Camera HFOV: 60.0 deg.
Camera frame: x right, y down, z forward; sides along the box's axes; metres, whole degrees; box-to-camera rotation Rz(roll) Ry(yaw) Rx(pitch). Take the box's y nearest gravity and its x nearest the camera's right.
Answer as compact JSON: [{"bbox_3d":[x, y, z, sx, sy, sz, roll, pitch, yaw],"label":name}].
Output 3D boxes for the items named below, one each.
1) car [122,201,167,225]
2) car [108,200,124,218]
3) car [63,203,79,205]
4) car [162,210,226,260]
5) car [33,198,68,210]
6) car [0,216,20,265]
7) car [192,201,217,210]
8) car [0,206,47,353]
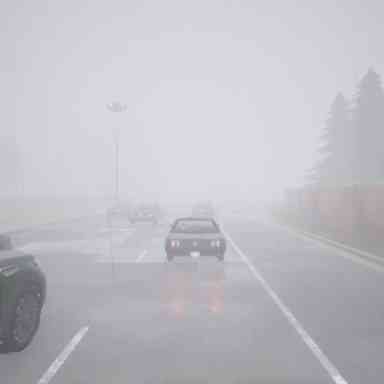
[{"bbox_3d":[-3.060,1.481,23.588,2.033,1.411,5.357,0,0,4],"label":"car"},{"bbox_3d":[-5.892,1.481,29.461,1.994,1.385,4.181,0,0,8],"label":"car"},{"bbox_3d":[-14.219,1.444,42.626,1.994,1.385,4.181,0,0,15],"label":"car"},{"bbox_3d":[0.105,1.566,12.184,1.895,1.301,4.718,0,0,0],"label":"car"},{"bbox_3d":[-17.905,1.445,42.220,1.994,1.385,4.181,0,0,14],"label":"car"},{"bbox_3d":[-6.897,1.523,8.659,2.033,1.411,5.357,0,0,0],"label":"car"},{"bbox_3d":[1.160,1.481,29.431,1.994,1.385,4.181,0,0,8],"label":"car"},{"bbox_3d":[-3.400,1.213,2.962,2.150,2.045,5.566,0,0,0],"label":"car"}]
